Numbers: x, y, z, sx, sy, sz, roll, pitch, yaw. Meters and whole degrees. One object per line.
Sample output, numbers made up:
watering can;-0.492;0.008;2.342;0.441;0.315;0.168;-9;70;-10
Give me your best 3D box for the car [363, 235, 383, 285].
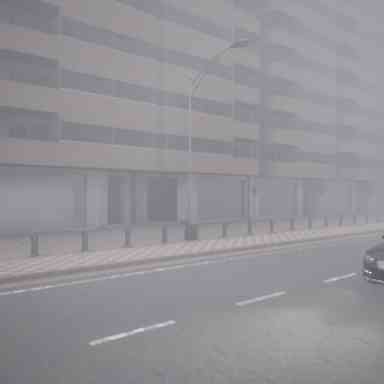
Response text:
car;6.258;1.537;8.464;4.902;1.511;2.128;0;0;-35
